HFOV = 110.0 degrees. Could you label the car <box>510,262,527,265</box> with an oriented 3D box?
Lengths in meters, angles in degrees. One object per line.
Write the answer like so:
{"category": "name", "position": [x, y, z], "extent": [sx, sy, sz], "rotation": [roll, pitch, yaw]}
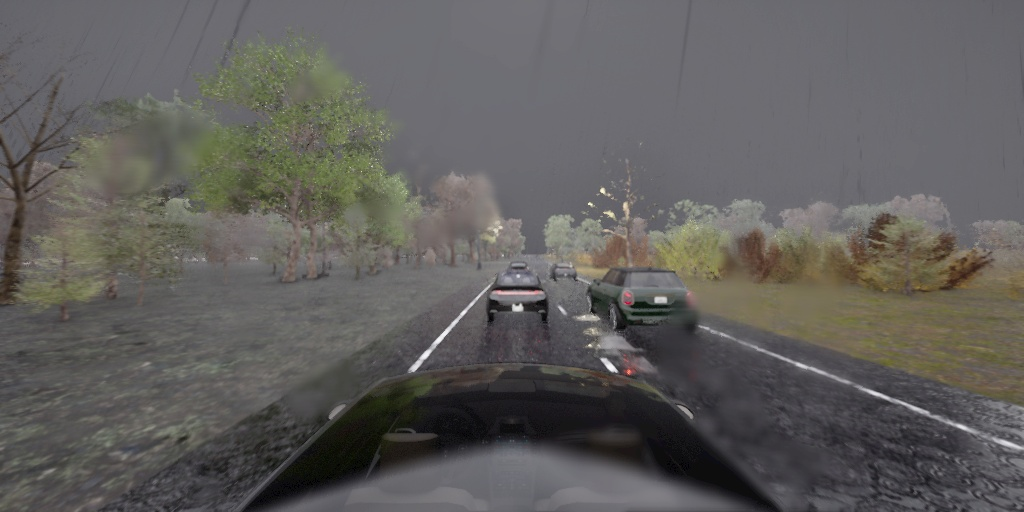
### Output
{"category": "car", "position": [0.541, 1.204, 28.954], "extent": [1.837, 1.490, 4.892], "rotation": [0, 0, 2]}

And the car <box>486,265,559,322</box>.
{"category": "car", "position": [0.184, 1.221, 12.182], "extent": [2.128, 1.511, 4.902], "rotation": [0, 0, 1]}

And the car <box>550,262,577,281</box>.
{"category": "car", "position": [4.043, 1.192, 28.920], "extent": [2.128, 1.511, 4.902], "rotation": [0, 0, 2]}

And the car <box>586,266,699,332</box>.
{"category": "car", "position": [3.671, 1.088, 10.927], "extent": [2.097, 1.767, 4.553], "rotation": [0, 0, 1]}
